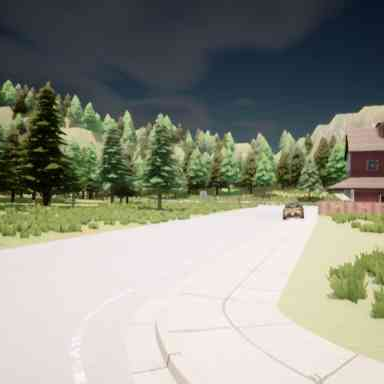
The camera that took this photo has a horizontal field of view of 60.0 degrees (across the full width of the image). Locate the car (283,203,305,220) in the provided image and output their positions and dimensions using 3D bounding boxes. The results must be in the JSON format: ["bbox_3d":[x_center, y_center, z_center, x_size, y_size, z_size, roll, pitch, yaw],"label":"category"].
[{"bbox_3d":[9.295,1.717,30.415,1.816,1.474,4.193,-6,-2,20],"label":"car"}]
